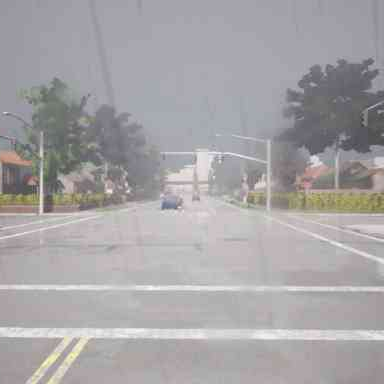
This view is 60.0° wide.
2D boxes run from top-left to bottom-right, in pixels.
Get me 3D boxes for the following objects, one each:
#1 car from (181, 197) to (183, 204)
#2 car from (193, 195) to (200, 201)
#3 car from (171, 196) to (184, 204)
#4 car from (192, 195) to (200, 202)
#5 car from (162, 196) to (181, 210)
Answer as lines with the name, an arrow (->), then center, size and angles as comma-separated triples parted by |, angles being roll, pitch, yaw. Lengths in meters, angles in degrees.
car -> -2.775, 1.352, 52.587 | 2.097, 1.767, 4.553 | 0, 0, 0
car -> 1.082, 1.514, 89.442 | 1.812, 1.442, 4.674 | 0, 0, 0
car -> -2.667, 1.547, 62.921 | 2.033, 1.411, 5.357 | 0, 0, 1
car -> 1.008, 1.500, 79.044 | 1.837, 1.490, 4.892 | 0, 0, 0
car -> -2.847, 1.478, 43.235 | 1.882, 1.535, 5.008 | 0, 0, 0
